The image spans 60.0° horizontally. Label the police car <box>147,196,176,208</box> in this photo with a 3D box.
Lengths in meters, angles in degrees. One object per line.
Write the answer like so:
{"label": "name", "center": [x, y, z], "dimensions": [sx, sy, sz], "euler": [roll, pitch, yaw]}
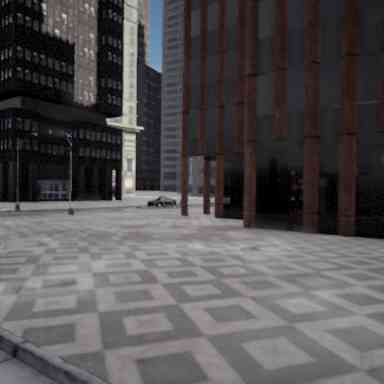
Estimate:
{"label": "police car", "center": [-4.410, 1.407, 48.515], "dimensions": [1.930, 1.638, 5.238], "euler": [1, 0, 36]}
